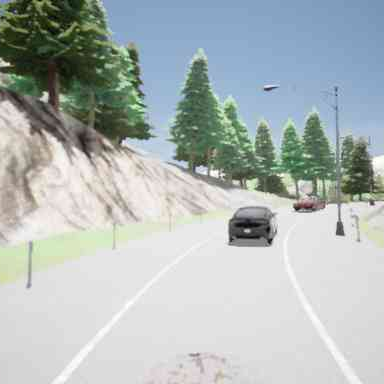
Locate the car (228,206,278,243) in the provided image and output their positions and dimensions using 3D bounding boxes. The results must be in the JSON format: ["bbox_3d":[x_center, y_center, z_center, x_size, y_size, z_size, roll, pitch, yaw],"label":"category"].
[{"bbox_3d":[3.012,1.410,15.959,1.882,1.535,5.008,-1,0,18],"label":"car"}]

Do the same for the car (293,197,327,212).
[{"bbox_3d":[11.405,1.153,31.965,1.895,1.301,4.718,-3,0,37],"label":"car"}]
